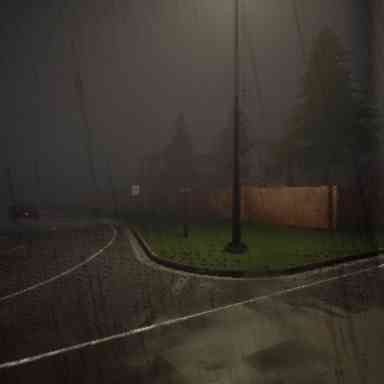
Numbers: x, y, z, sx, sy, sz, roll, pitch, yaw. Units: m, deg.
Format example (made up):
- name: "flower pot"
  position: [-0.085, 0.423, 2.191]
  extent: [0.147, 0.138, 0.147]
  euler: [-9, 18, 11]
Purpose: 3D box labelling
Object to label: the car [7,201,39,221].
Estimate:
- name: "car"
  position: [-13.859, 1.479, 27.156]
  extent: [1.882, 1.535, 5.008]
  euler: [0, 0, -34]
